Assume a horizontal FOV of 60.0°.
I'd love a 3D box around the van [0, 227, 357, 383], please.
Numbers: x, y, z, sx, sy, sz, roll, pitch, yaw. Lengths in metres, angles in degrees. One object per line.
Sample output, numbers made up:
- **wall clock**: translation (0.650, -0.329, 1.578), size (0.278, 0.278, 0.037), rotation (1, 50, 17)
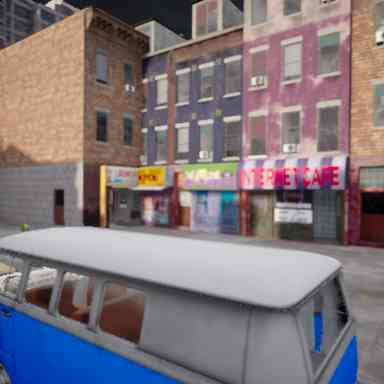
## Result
- **van**: translation (-0.563, 1.323, 3.214), size (3.998, 1.788, 1.690), rotation (1, 1, 36)
